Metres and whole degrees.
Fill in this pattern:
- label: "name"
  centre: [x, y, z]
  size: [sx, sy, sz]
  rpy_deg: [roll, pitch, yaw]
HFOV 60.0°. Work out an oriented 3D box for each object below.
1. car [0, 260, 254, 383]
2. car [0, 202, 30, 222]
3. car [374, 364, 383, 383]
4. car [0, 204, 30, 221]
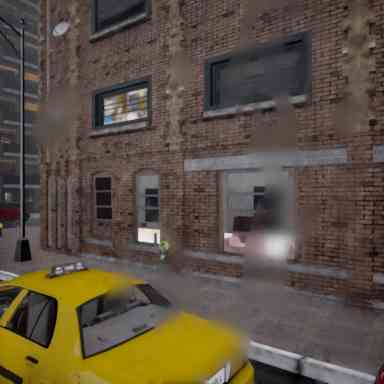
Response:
- label: "car"
  centre: [-1.681, 1.525, 4.077]
  size: [4.829, 1.417, 1.752]
  rpy_deg: [0, 0, 36]
- label: "car"
  centre: [-15.975, 1.635, 27.498]
  size: [2.097, 1.767, 4.553]
  rpy_deg: [0, -1, 35]
- label: "car"
  centre: [3.083, 1.315, 0.678]
  size: [5.009, 1.841, 2.192]
  rpy_deg: [0, 0, 36]
- label: "car"
  centre: [-17.415, 1.837, 29.982]
  size: [1.752, 1.417, 4.829]
  rpy_deg: [-1, -2, 35]
